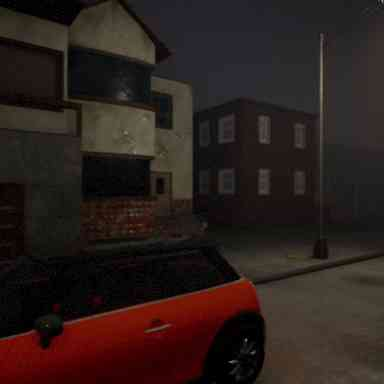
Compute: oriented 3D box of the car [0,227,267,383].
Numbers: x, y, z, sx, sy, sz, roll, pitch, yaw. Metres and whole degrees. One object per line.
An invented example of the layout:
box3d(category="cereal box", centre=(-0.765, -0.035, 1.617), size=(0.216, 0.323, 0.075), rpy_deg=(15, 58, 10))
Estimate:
box3d(category="car", centre=(-1.330, 1.356, 3.645), size=(4.553, 1.767, 2.097), rpy_deg=(0, 0, -35))
